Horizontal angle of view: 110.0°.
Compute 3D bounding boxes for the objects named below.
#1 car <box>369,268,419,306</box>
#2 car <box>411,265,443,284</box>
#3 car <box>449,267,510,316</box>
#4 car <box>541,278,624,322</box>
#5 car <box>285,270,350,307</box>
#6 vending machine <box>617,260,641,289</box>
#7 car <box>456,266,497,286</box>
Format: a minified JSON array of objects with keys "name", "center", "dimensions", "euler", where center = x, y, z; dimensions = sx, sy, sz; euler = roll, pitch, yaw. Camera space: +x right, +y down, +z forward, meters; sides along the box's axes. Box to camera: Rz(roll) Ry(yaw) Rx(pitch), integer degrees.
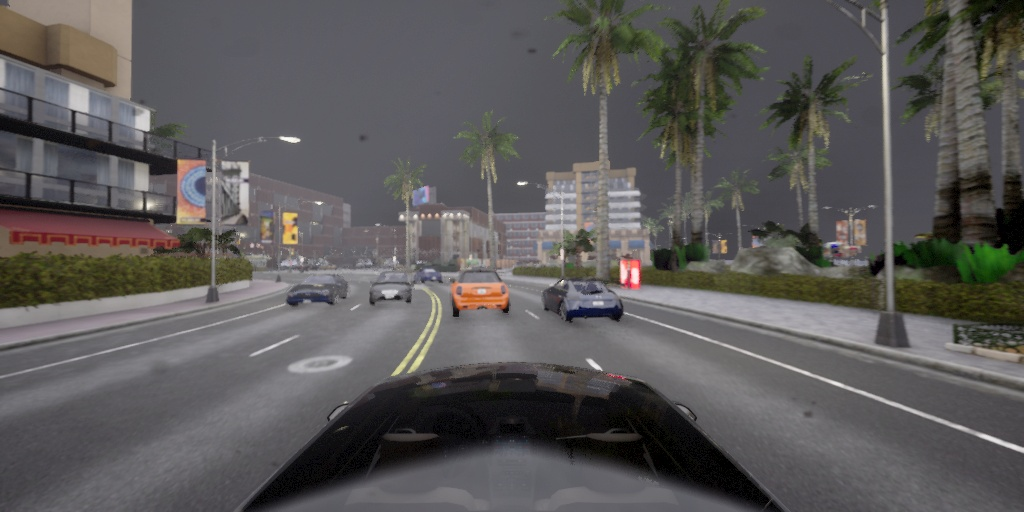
[{"name":"car","center":[-5.895,1.524,17.900],"dimensions":[2.128,1.511,4.902],"euler":[0,-1,-15]},{"name":"car","center":[-7.867,1.807,33.395],"dimensions":[1.812,1.442,4.674],"euler":[0,-1,-27]},{"name":"car","center":[-1.463,1.310,14.788],"dimensions":[2.097,1.767,4.553],"euler":[0,-1,-11]},{"name":"car","center":[2.397,1.474,13.145],"dimensions":[1.994,1.385,4.181],"euler":[0,-1,-8]},{"name":"car","center":[-9.387,1.600,17.841],"dimensions":[2.033,1.411,5.357],"euler":[0,-1,-15]},{"name":"vending machine","center":[7.802,1.232,23.598],"dimensions":[1.100,2.100,0.880],"euler":[0,0,-16]},{"name":"car","center":[-3.270,1.723,31.945],"dimensions":[2.128,1.511,4.902],"euler":[0,-1,-25]}]
